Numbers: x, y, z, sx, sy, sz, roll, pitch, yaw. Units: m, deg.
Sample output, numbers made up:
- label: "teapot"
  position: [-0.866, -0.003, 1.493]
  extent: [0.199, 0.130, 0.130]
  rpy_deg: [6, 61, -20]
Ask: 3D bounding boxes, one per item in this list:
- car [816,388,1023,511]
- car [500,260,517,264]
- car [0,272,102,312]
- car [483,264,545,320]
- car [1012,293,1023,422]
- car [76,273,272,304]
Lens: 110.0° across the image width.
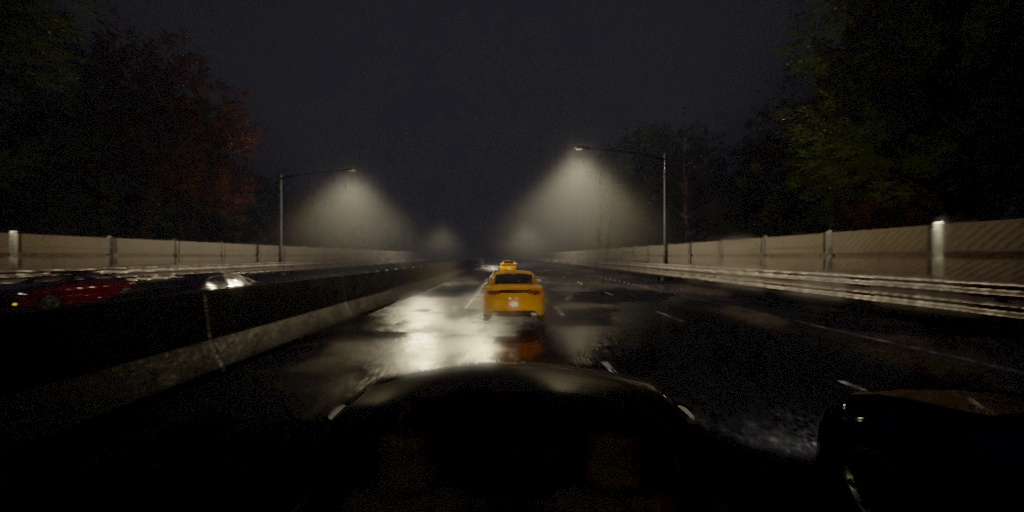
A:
- label: "car"
  position: [3.592, 1.313, 1.313]
  extent: [1.994, 1.385, 4.181]
  rpy_deg: [0, 0, 0]
- label: "car"
  position: [-0.403, 1.243, 43.516]
  extent: [1.882, 1.535, 5.008]
  rpy_deg: [0, 0, -1]
- label: "car"
  position: [-17.562, 1.322, 14.124]
  extent: [1.994, 1.385, 4.181]
  rpy_deg: [0, 0, 0]
- label: "car"
  position: [0.057, 1.232, 12.679]
  extent: [1.882, 1.535, 5.008]
  rpy_deg: [0, 0, 0]
- label: "car"
  position: [7.092, 1.226, 1.910]
  extent: [1.882, 1.535, 5.008]
  rpy_deg: [0, 0, 0]
- label: "car"
  position: [-10.573, 1.304, 12.259]
  extent: [2.033, 1.411, 5.357]
  rpy_deg: [0, 0, 0]
